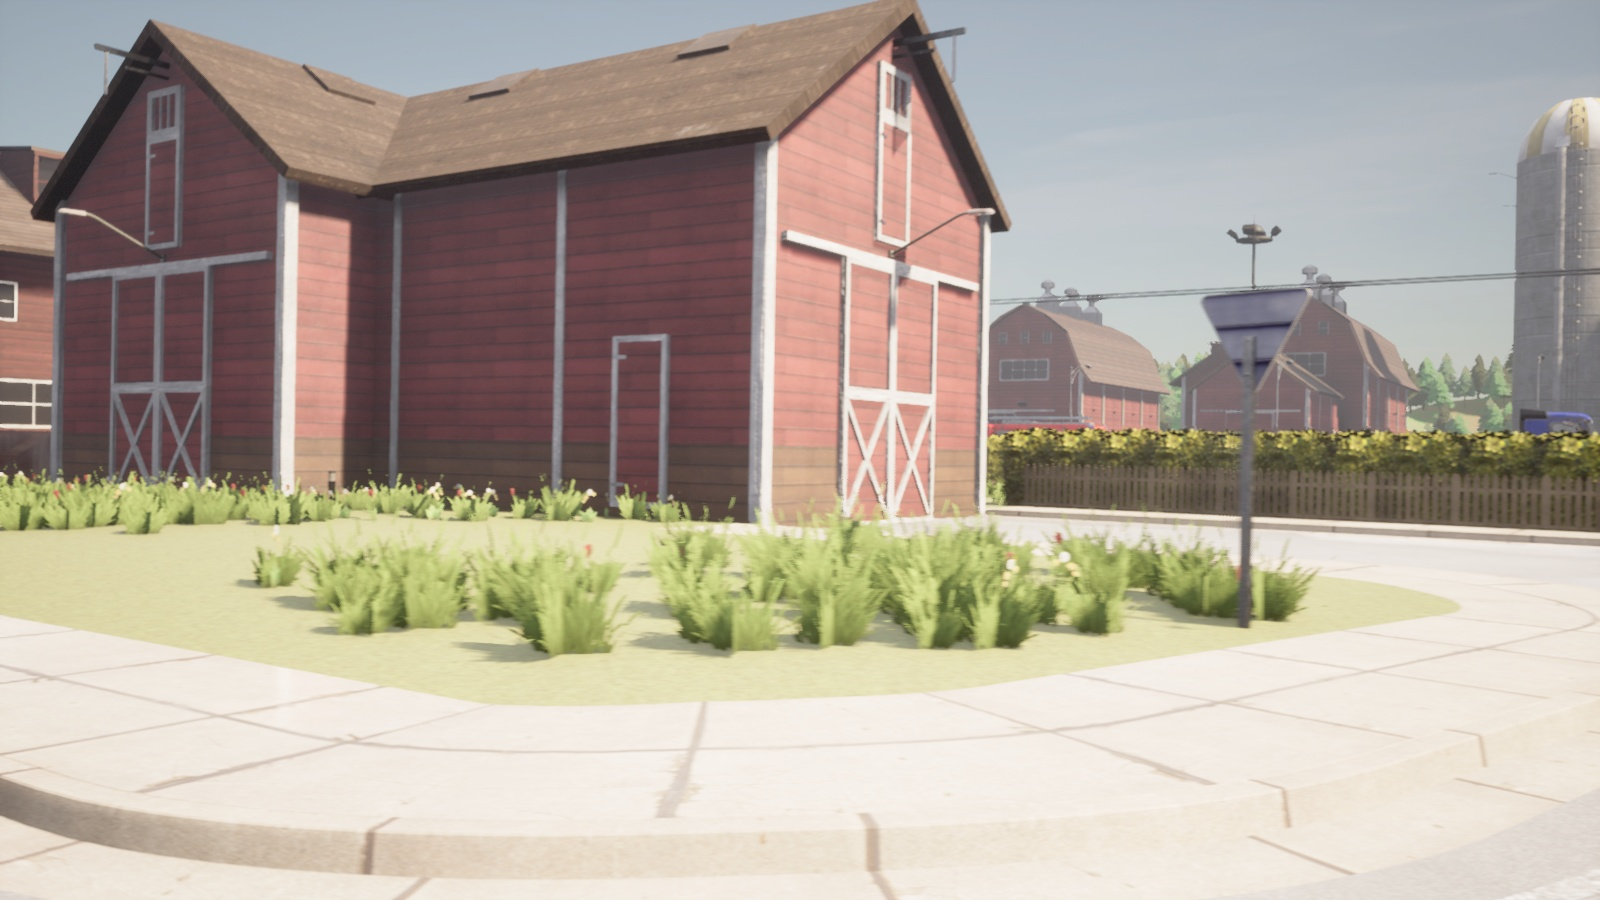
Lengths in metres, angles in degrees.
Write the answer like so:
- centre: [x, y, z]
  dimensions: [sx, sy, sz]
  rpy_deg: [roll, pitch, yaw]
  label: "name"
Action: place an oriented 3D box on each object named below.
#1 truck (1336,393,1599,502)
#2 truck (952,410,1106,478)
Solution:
- centre: [22.978, -0.093, 43.195]
  dimensions: [7.936, 3.462, 2.891]
  rpy_deg: [0, 0, 33]
  label: "truck"
- centre: [13.479, -0.325, 74.230]
  dimensions: [8.468, 3.827, 2.891]
  rpy_deg: [0, 0, 33]
  label: "truck"
